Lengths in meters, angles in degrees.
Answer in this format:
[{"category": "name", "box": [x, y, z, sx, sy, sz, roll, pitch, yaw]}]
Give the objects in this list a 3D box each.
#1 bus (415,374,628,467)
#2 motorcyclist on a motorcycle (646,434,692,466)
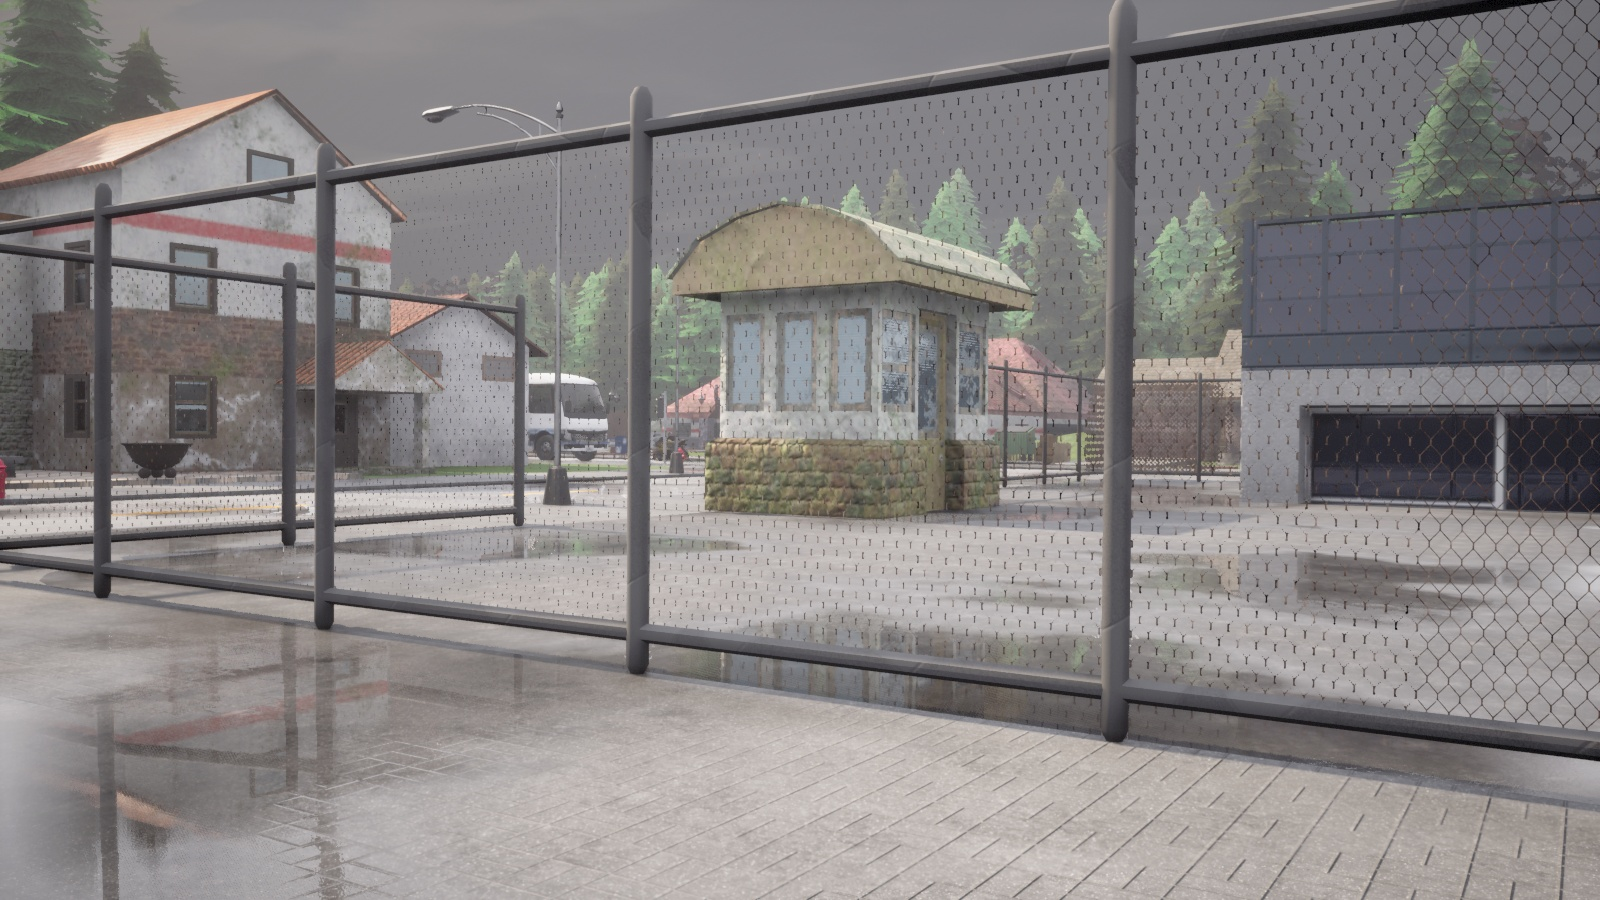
[{"category": "bus", "box": [-13.741, -1.362, 61.640, 10.273, 4.253, 3.944, 0, 1, 31]}, {"category": "motorcyclist on a motorcycle", "box": [-6.441, -0.019, 61.827, 2.191, 1.530, 0.866, 0, 1, 32]}]
